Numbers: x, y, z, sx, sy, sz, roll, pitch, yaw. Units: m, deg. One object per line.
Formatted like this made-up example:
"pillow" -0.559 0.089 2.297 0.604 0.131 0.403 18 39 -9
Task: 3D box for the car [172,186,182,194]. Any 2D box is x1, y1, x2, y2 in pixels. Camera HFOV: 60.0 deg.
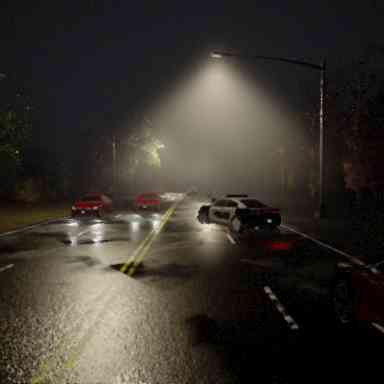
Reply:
"car" -3.002 -0.421 68.347 1.812 1.442 4.674 0 2 1

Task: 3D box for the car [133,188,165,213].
"car" -3.474 0.746 26.865 1.882 1.535 5.008 0 2 0

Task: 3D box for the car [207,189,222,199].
"car" 3.177 0.243 47.471 1.994 1.385 4.181 0 1 1

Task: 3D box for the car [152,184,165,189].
"car" -6.369 -0.555 63.730 2.150 2.045 5.566 0 2 2

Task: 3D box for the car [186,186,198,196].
"car" 0.029 0.009 56.841 1.895 1.301 4.718 -1 2 1

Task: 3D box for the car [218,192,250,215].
"car" 3.122 0.810 25.543 1.812 1.442 4.674 0 1 0

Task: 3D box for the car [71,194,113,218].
"car" -6.720 0.903 22.830 1.812 1.442 4.674 0 2 0

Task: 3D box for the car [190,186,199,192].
"car" 0.553 -0.770 80.593 2.033 1.411 5.357 0 2 2

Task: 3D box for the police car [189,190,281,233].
"police car" 2.069 0.932 16.294 1.930 1.638 5.238 0 2 -27

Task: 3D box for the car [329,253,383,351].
"car" 3.249 1.296 3.555 2.033 1.649 4.856 1 2 0
